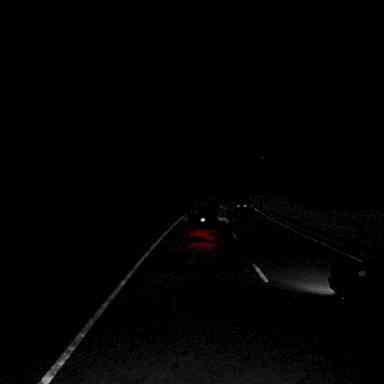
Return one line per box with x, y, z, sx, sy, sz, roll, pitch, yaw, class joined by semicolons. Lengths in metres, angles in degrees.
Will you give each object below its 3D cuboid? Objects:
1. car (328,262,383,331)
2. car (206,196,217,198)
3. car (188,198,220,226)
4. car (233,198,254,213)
3.663;1.536;4.332;2.033;1.411;5.357;0;0;1;car
2.291;1.200;39.468;1.812;1.442;4.674;0;1;6;car
0.792;1.369;22.109;1.837;1.490;4.892;0;1;3;car
5.127;1.311;33.079;2.033;1.411;5.357;0;1;5;car
